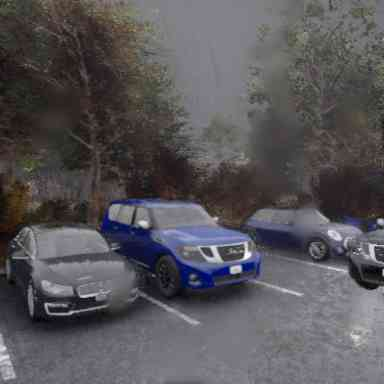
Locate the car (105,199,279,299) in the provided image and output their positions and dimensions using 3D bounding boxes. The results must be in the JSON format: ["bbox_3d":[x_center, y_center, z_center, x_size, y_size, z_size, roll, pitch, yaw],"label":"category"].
[{"bbox_3d":[-0.700,1.237,9.058,2.435,2.045,5.566,0,0,-36],"label":"car"}]

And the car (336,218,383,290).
[{"bbox_3d":[6.102,1.237,8.035,5.566,2.045,2.150,0,0,-35],"label":"car"}]

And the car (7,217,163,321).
[{"bbox_3d":[-2.918,1.485,7.518,2.231,1.521,4.892,0,0,-36],"label":"car"}]
